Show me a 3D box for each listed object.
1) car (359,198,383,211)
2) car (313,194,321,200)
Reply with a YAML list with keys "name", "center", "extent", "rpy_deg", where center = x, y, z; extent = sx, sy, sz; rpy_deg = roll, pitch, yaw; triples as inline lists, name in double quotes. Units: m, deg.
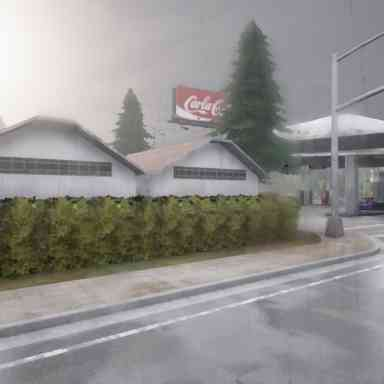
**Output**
- name: "car"
  center: [21.812, 1.502, 39.998]
  extent: [4.611, 1.667, 2.242]
  rpy_deg: [0, 0, -36]
- name: "car"
  center: [32.901, 1.372, 89.487]
  extent: [2.152, 1.636, 5.027]
  rpy_deg: [0, 0, -36]
